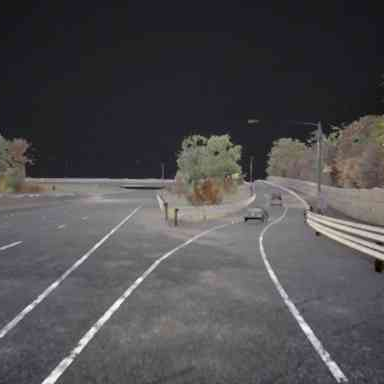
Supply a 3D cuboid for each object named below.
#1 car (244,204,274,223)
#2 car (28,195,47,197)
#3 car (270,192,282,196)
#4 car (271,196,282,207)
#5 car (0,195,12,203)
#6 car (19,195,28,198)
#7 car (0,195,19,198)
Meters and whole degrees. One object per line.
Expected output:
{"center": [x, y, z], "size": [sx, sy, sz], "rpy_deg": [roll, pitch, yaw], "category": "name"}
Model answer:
{"center": [6.392, 2.191, 32.627], "size": [2.033, 1.411, 5.357], "rpy_deg": [1, -1, 20], "category": "car"}
{"center": [-28.575, 1.299, 62.834], "size": [1.837, 1.490, 4.892], "rpy_deg": [0, 0, -6], "category": "car"}
{"center": [18.087, 1.040, 71.541], "size": [2.150, 2.045, 5.566], "rpy_deg": [1, 4, 13], "category": "car"}
{"center": [15.738, 1.952, 62.173], "size": [1.994, 1.385, 4.181], "rpy_deg": [1, 2, 14], "category": "car"}
{"center": [-35.512, 1.275, 61.872], "size": [1.812, 1.442, 4.674], "rpy_deg": [0, 0, -6], "category": "car"}
{"center": [-32.115, 1.248, 63.020], "size": [1.882, 1.535, 5.008], "rpy_deg": [0, 0, -6], "category": "car"}
{"center": [-26.953, 1.366, 47.460], "size": [1.994, 1.385, 4.181], "rpy_deg": [0, 0, -6], "category": "car"}
